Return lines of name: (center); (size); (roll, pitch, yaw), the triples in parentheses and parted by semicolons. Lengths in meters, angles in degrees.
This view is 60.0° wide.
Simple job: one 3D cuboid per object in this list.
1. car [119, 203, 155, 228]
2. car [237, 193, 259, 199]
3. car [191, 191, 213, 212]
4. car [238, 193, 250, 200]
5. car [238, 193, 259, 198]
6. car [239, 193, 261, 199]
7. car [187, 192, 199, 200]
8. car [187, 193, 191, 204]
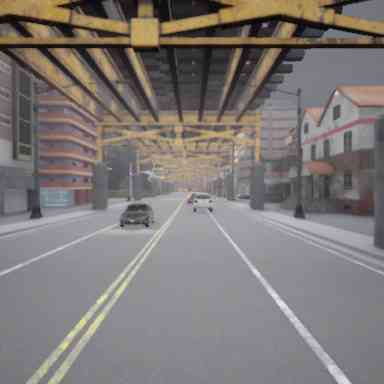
car: (-3.599, 1.506, 22.405); (1.837, 1.490, 4.892); (0, 0, 0)
car: (13.585, 0.963, 80.343); (4.974, 1.542, 2.038); (0, 1, 25)
car: (1.224, 1.174, 38.409); (2.150, 2.045, 5.566); (0, 0, 0)
car: (13.259, 1.010, 76.184); (4.974, 1.542, 2.038); (0, 1, -20)
car: (13.632, 0.806, 80.320); (4.536, 1.218, 1.853); (0, 1, 25)
car: (13.308, 0.852, 76.201); (4.536, 1.218, 1.853); (0, 1, -20)
car: (0.191, 0.893, 72.331); (1.882, 1.535, 5.008); (0, 1, -10)
car: (0.207, 1.348, 56.313); (1.994, 1.385, 4.181); (0, 1, 0)
